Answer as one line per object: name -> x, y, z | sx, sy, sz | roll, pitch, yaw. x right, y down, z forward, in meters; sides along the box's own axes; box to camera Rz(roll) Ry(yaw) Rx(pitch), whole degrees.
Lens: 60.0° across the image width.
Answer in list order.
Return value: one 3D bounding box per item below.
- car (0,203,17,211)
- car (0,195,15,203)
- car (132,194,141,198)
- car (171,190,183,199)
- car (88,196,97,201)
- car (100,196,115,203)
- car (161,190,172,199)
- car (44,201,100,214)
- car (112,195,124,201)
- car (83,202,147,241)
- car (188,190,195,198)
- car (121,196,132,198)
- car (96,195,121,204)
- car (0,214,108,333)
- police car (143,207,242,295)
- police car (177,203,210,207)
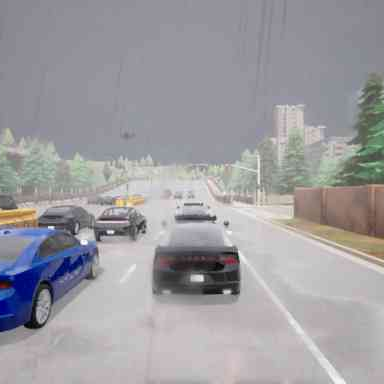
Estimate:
car -> -6.905, 1.352, 9.566 | 2.097, 1.767, 4.553 | 0, 0, 0
car -> -14.331, 1.223, 22.968 | 2.150, 2.045, 5.566 | -1, 0, 0
car -> -14.126, 1.224, 85.000 | 2.128, 1.511, 4.902 | 0, 2, 0
car -> -3.645, 0.902, 88.111 | 2.097, 1.767, 4.553 | 0, 3, 0
car -> -17.584, 1.504, 60.641 | 1.837, 1.490, 4.892 | 0, 0, 0
car -> -17.537, 1.551, 69.263 | 1.994, 1.385, 4.181 | 0, 0, 0
car -> -7.147, 1.070, 88.534 | 1.994, 1.385, 4.181 | 0, 4, 0
car -> -6.909, 1.504, 18.730 | 1.837, 1.490, 4.892 | 0, 0, 0
car -> -17.593, 1.500, 79.322 | 1.895, 1.301, 4.718 | 0, 1, 0
car -> -3.417, 1.491, 16.528 | 2.128, 1.511, 4.902 | 0, 0, 1
car -> -0.164, 0.930, 91.320 | 1.895, 1.301, 4.718 | 0, 4, 0
car -> -14.044, 1.490, 66.313 | 2.128, 1.511, 4.902 | 0, 0, 0
car -> -14.105, 1.546, 56.689 | 2.033, 1.411, 5.357 | 0, 0, 0
car -> -3.404, 1.478, 6.954 | 1.882, 1.535, 5.008 | 0, 0, 0
police car -> 0.096, 1.425, 8.868 | 1.930, 1.638, 5.238 | 0, 0, 0
police car -> 0.090, 1.425, 18.771 | 1.930, 1.638, 5.238 | 0, 0, 0
